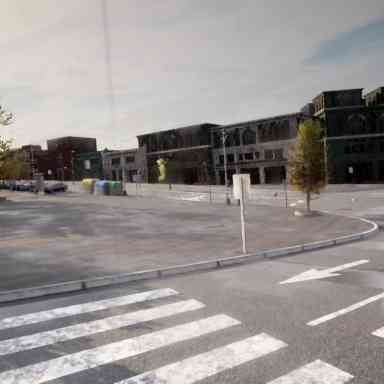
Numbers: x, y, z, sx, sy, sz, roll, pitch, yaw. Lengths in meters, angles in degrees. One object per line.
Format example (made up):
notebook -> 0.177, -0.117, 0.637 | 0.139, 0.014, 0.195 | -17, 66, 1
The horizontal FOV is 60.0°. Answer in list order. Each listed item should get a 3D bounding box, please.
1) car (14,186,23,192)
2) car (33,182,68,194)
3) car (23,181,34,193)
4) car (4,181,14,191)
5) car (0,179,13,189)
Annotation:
car -> -25.531, -0.862, 53.537 | 2.002, 1.452, 4.674 | 0, 6, 16
car -> -20.766, -0.610, 50.026 | 2.163, 1.488, 4.792 | 1, 6, 17
car -> -23.130, -0.774, 51.811 | 2.231, 1.521, 4.892 | 1, 6, 17
car -> -27.932, -1.027, 55.245 | 2.097, 1.535, 5.008 | 1, 6, 16
car -> -35.245, -1.377, 60.229 | 2.231, 1.521, 4.892 | 1, 6, 14
